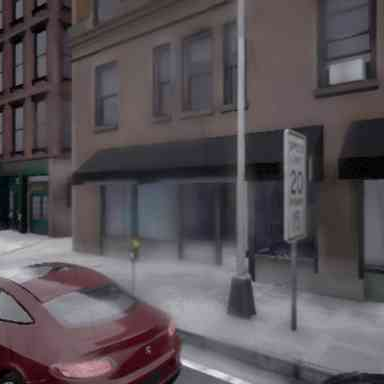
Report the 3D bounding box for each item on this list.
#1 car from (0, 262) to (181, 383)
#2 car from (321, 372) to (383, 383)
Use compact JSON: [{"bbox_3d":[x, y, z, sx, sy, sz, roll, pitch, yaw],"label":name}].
[{"bbox_3d":[-2.062,1.589,4.277,4.206,1.307,1.802,0,0,35],"label":"car"},{"bbox_3d":[2.347,1.564,1.136,4.313,1.339,1.947,0,0,35],"label":"car"}]
